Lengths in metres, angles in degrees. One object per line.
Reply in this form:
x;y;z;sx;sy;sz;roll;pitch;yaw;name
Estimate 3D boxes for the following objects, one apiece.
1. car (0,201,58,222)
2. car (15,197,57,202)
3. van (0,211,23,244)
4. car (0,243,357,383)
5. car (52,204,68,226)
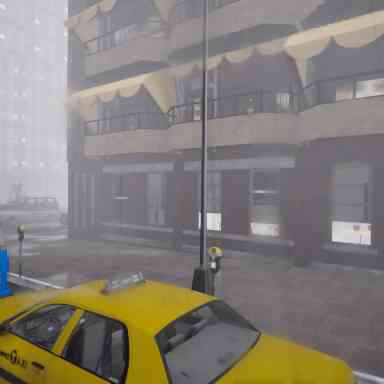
-12.528;1.653;25.371;1.895;1.301;4.718;1;0;36;car
-13.735;1.339;28.124;2.192;1.841;5.009;1;0;36;car
-5.317;1.339;6.663;3.998;1.788;1.690;0;1;36;van
-0.897;1.525;3.506;4.829;1.417;1.752;0;1;36;car
-6.951;1.686;23.209;1.887;1.381;4.507;1;0;36;car
